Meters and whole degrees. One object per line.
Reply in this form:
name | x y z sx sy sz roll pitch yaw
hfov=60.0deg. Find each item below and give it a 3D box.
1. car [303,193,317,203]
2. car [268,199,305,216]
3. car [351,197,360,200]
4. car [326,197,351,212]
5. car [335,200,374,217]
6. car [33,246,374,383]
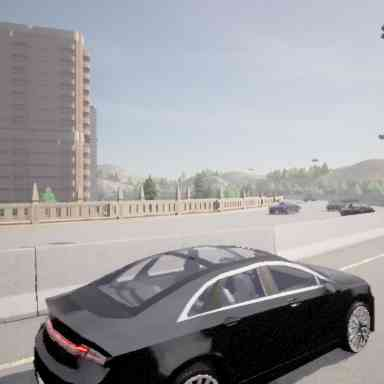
car | 25.057 1.214 70.667 2.150 2.045 5.566 0 0 11
car | 9.372 1.601 33.447 1.895 1.301 4.718 0 0 36
car | 30.894 1.591 64.053 1.895 1.301 4.718 0 0 14
car | 16.905 1.563 38.653 1.994 1.385 4.181 0 0 30
car | 13.669 1.600 27.521 1.895 1.301 4.718 0 0 37
car | 0.595 1.490 4.427 4.902 1.511 2.128 0 0 -37
